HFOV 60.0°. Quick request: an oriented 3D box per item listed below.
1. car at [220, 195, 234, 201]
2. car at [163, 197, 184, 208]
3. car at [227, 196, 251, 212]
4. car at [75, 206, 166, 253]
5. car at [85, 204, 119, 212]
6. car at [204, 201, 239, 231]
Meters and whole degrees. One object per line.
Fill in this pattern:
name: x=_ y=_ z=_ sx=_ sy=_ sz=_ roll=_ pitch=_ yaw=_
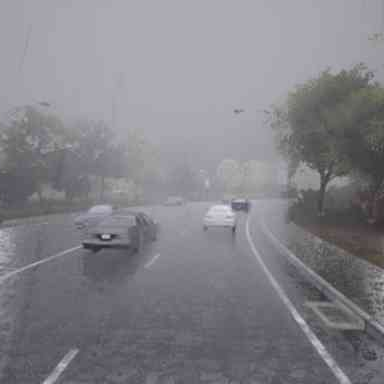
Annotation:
car: x=6.777 y=1.352 z=61.751 sx=2.097 sy=1.767 sz=4.553 roll=0 pitch=0 yaw=25
car: x=-2.558 y=1.460 z=47.674 sx=1.837 sy=1.490 sz=4.892 roll=0 pitch=0 yaw=19
car: x=5.674 y=1.485 z=38.164 sx=1.882 sy=1.535 sz=5.008 roll=0 pitch=0 yaw=16
car: x=-2.625 y=1.533 z=13.592 sx=2.033 sy=1.411 sz=5.357 roll=0 pitch=0 yaw=6
car: x=-5.445 y=1.495 z=20.630 sx=1.812 sy=1.442 sz=4.674 roll=0 pitch=0 yaw=9
car: x=1.810 y=1.524 z=20.471 sx=1.812 sy=1.442 sz=4.674 roll=0 pitch=0 yaw=9
